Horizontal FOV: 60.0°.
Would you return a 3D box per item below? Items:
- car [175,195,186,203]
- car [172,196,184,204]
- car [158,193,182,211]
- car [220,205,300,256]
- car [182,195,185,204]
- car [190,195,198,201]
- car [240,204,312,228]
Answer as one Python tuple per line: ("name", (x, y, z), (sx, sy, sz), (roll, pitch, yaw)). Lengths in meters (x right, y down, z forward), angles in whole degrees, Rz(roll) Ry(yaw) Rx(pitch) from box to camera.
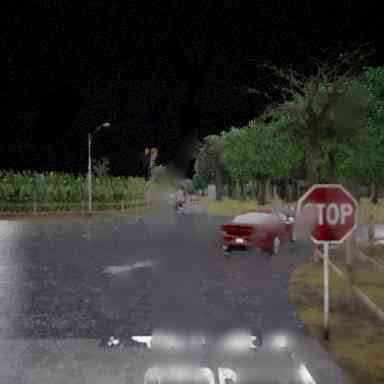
("car", (-2.355, 1.427, 70.156), (2.033, 1.411, 5.357), (0, 0, 0))
("car", (-2.456, 1.425, 59.763), (1.812, 1.442, 4.674), (0, 0, 1))
("car", (-2.683, 1.153, 39.054), (2.150, 2.045, 5.566), (0, 0, 1))
("car", (2.863, 1.429, 13.288), (1.882, 1.535, 5.008), (0, 1, 30))
("car", (-2.583, 1.137, 49.421), (2.150, 2.045, 5.566), (0, 0, 1))
("car", (0.443, 1.435, 76.617), (1.994, 1.385, 4.181), (0, 0, 0))
("car", (5.959, 1.654, 23.776), (4.674, 1.442, 1.812), (0, 0, 27))
